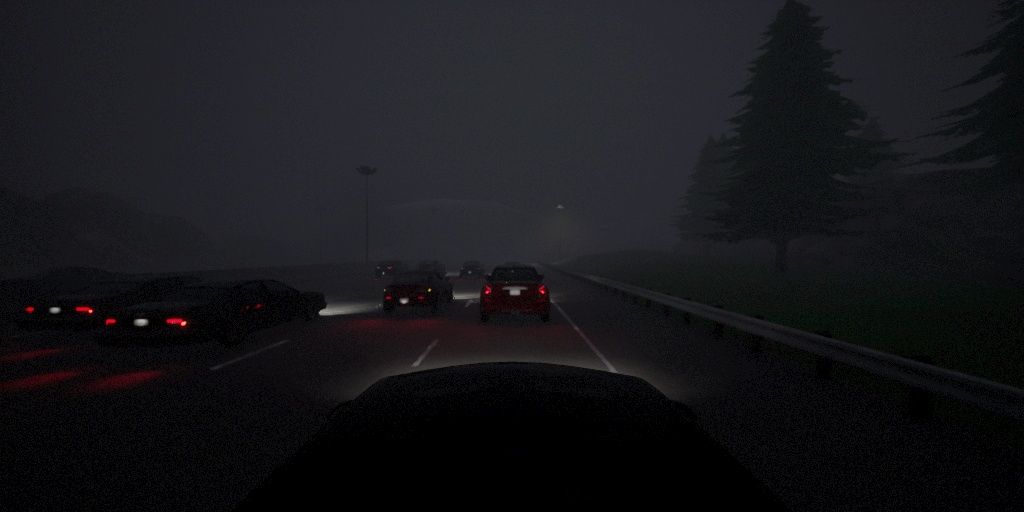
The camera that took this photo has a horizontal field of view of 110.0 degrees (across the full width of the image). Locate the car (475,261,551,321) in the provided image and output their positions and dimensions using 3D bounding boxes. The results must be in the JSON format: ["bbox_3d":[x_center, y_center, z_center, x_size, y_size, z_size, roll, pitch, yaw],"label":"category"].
[{"bbox_3d":[0.086,1.047,12.374,2.097,1.767,4.553,0,0,0],"label":"car"}]

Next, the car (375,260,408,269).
[{"bbox_3d":[-10.444,1.122,31.533,1.837,1.490,4.892,0,0,0],"label":"car"}]

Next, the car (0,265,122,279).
[{"bbox_3d":[-21.103,1.193,16.578,1.882,1.535,5.008,0,0,0],"label":"car"}]

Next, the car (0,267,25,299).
[{"bbox_3d":[-24.599,1.256,15.115,1.812,1.442,4.674,0,0,0],"label":"car"}]

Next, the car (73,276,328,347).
[{"bbox_3d":[-6.907,1.273,9.186,2.033,1.411,5.357,0,0,0],"label":"car"}]

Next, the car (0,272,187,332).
[{"bbox_3d":[-10.410,1.272,10.673,2.033,1.411,5.357,0,0,0],"label":"car"}]

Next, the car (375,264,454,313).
[{"bbox_3d":[-3.430,1.221,13.667,1.812,1.442,4.674,0,0,0],"label":"car"}]

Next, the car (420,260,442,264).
[{"bbox_3d":[-6.943,1.104,30.934,2.128,1.511,4.902,0,0,0],"label":"car"}]

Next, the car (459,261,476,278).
[{"bbox_3d":[-3.458,1.128,31.602,1.812,1.442,4.674,0,0,0],"label":"car"}]
